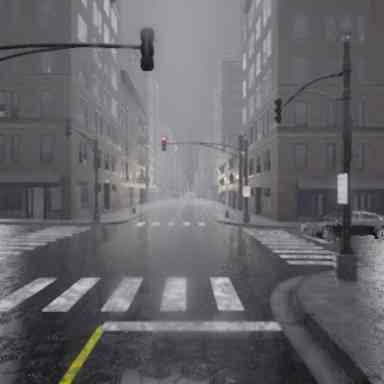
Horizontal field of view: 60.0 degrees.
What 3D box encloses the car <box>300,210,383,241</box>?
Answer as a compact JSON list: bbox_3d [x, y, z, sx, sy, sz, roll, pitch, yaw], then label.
[{"bbox_3d":[8.259,1.731,17.736,4.902,1.511,2.128,1,0,-4],"label":"car"}]
